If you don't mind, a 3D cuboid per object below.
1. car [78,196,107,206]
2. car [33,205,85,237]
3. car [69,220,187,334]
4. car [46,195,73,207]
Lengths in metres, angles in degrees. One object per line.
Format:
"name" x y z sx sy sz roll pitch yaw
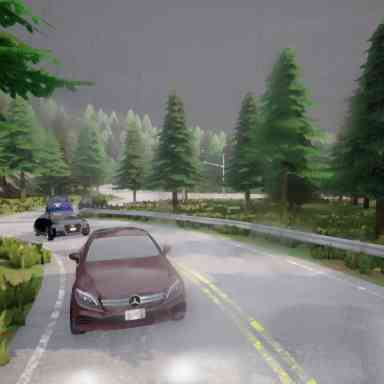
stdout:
"car" -12.653 1.288 42.802 2.097 1.767 4.553 2 2 13
"car" -7.027 1.664 17.749 1.994 1.385 4.181 -4 2 -38
"car" -1.511 1.522 7.043 1.812 1.442 4.674 -2 0 -17
"car" -12.813 1.325 32.217 2.150 2.045 5.566 -1 0 -18
